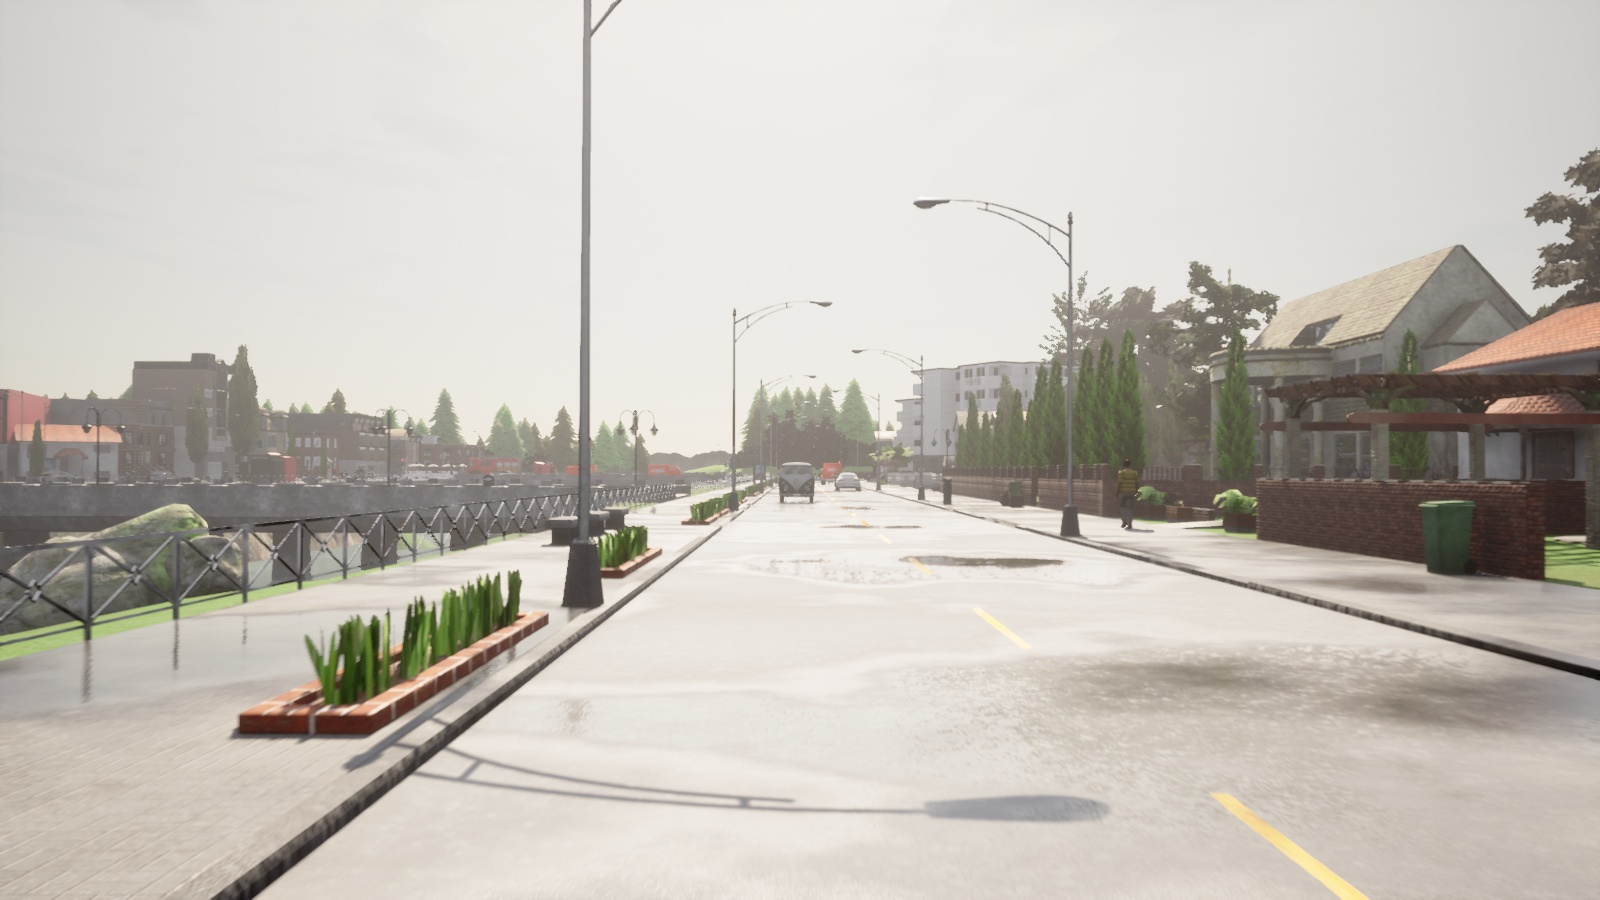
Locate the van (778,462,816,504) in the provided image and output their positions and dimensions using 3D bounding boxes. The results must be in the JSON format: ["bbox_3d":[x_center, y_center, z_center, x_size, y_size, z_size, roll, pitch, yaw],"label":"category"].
[{"bbox_3d":[-0.147,1.609,62.159,1.775,1.987,4.442,0,-1,0],"label":"van"}]

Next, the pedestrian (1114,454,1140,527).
[{"bbox_3d":[8.379,1.030,32.202,0.431,1.840,0.709,0,-1,-2],"label":"pedestrian"}]
